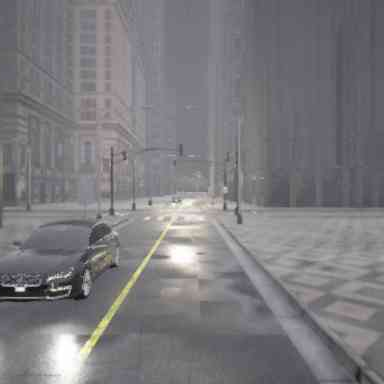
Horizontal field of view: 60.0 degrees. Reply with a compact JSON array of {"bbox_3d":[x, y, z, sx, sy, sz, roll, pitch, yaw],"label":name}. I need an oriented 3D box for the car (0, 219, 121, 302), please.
[{"bbox_3d":[-3.094,1.497,8.423,1.837,1.490,4.892,0,0,0],"label":"car"}]

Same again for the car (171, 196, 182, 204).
[{"bbox_3d":[-2.990,1.465,64.930,2.128,1.511,4.902,0,0,0],"label":"car"}]
